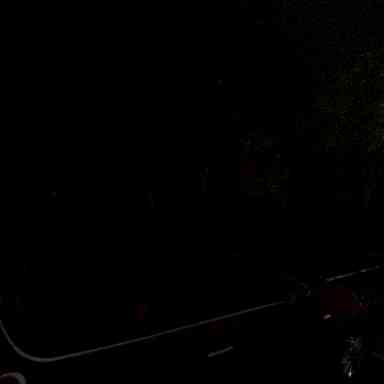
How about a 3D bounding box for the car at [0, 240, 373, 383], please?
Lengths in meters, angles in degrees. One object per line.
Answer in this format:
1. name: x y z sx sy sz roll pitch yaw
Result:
1. car: 0.095 1.356 3.815 4.553 1.767 2.097 0 0 -36
